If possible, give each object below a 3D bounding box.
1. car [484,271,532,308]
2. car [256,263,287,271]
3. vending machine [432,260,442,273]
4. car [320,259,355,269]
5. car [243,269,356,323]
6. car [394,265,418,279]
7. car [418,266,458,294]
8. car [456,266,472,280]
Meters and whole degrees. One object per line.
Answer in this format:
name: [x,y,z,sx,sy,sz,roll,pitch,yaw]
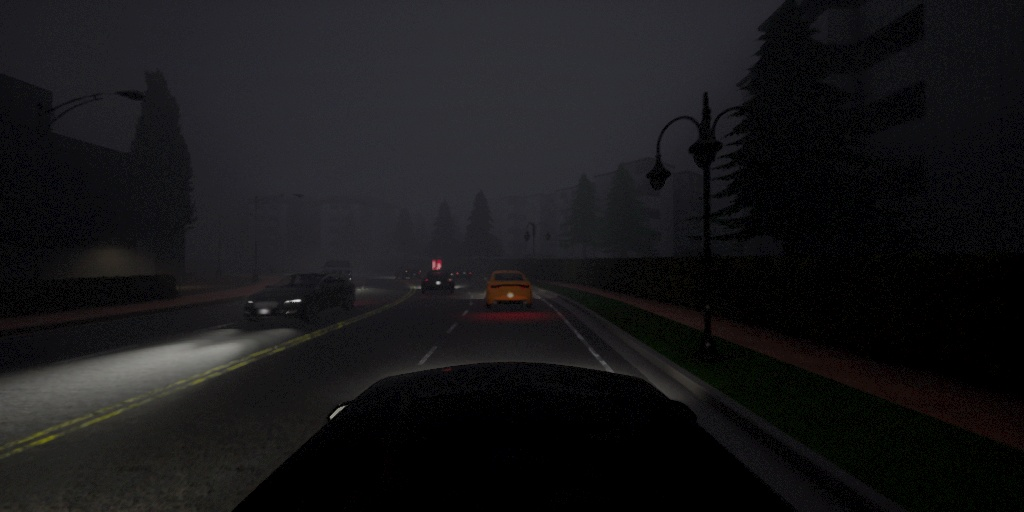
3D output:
car: [-0.243,1.396,16.298,1.882,1.535,5.008,0,-1,-4]
car: [-35.720,1.840,53.252,4.902,1.511,2.128,0,-1,20]
vending machine: [-10.362,1.499,49.491,1.100,2.100,0.880,0,0,-43]
car: [-13.952,1.285,28.734,2.150,2.045,5.566,1,-1,-24]
car: [-7.277,1.371,12.848,2.128,1.511,4.902,0,-1,-2]
car: [-11.095,1.698,38.178,1.812,1.442,4.674,0,-1,-32]
car: [-4.700,1.558,22.785,1.994,1.385,4.181,0,-1,-12]
car: [-5.671,1.695,36.028,2.033,1.411,5.357,0,-1,-28]
